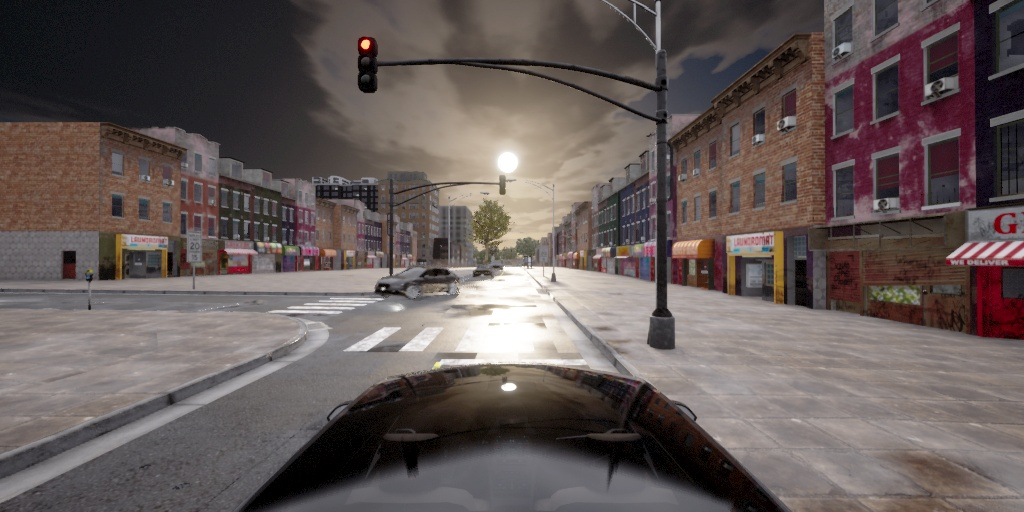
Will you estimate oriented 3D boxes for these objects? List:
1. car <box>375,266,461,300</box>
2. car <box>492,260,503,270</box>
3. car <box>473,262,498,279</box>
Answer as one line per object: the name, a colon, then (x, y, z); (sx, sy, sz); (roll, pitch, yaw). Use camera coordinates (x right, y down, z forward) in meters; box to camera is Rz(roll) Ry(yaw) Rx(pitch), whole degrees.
car: (-4.548, 1.274, 18.110); (1.837, 1.490, 4.892); (2, 0, 29)
car: (-2.550, 1.442, 59.163); (2.097, 1.767, 4.553); (0, -1, 1)
car: (-2.715, 1.490, 35.137); (1.895, 1.301, 4.718); (0, 0, 0)
